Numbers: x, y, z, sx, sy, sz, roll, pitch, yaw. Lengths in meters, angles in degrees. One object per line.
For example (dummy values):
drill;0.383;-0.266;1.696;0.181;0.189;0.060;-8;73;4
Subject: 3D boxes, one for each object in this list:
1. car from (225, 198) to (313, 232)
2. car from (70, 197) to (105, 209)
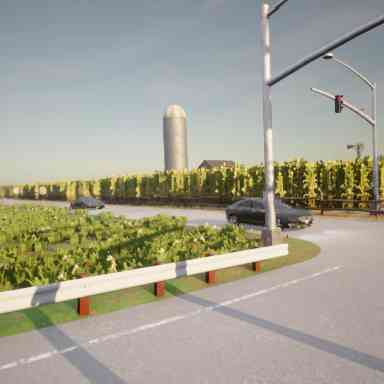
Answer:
car;3.699;1.077;16.719;1.837;1.490;4.892;-3;2;-34
car;-10.972;1.191;34.615;2.033;1.411;5.357;-3;2;-40
